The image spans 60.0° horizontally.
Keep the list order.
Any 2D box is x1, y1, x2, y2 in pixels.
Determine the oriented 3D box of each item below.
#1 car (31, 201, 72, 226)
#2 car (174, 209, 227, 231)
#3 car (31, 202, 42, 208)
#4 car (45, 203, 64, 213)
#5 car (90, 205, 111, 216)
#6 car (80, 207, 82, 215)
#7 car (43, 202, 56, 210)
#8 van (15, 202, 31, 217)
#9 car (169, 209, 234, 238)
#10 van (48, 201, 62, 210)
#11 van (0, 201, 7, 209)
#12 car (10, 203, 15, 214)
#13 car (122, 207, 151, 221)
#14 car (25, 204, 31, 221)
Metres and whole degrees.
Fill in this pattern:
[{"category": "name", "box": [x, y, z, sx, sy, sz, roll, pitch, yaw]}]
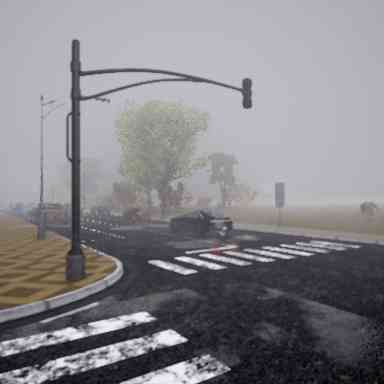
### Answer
[{"category": "car", "box": [-12.269, 1.876, 29.025, 2.192, 1.841, 5.009, -1, -1, -34]}, {"category": "car", "box": [0.530, 1.948, 24.406, 1.802, 1.307, 4.206, -1, -1, -34]}, {"category": "car", "box": [-39.422, 3.313, 84.334, 1.947, 1.339, 4.313, -1, -1, -34]}, {"category": "car", "box": [-22.288, 2.553, 53.912, 1.882, 1.535, 5.008, 0, -1, -34]}, {"category": "car", "box": [-11.838, 2.342, 42.797, 2.008, 1.369, 4.403, -1, -1, -34]}, {"category": "car", "box": [-16.566, 2.230, 45.391, 2.097, 1.767, 4.553, 0, -1, -33]}, {"category": "car", "box": [-30.230, 2.869, 70.489, 1.967, 1.590, 4.097, -1, -1, -34]}, {"category": "van", "box": [-21.395, 2.222, 42.938, 1.690, 1.788, 3.998, -1, -1, -34]}, {"category": "car", "box": [0.408, 1.780, 19.734, 2.128, 1.511, 4.902, 0, -1, -34]}, {"category": "van", "box": [-27.167, 2.664, 65.875, 1.690, 1.788, 3.998, -1, -1, -34]}, {"category": "van", "box": [-42.874, 2.967, 75.283, 1.690, 1.788, 3.998, -1, -1, -34]}, {"category": "car", "box": [-24.458, 2.569, 47.556, 1.802, 1.307, 4.206, -1, -1, -34]}, {"category": "car", "box": [-5.631, 2.160, 33.618, 1.802, 1.307, 4.206, -1, -1, -34]}, {"category": "car", "box": [-15.294, 2.234, 33.668, 1.947, 1.339, 4.313, -1, -1, -34]}]
